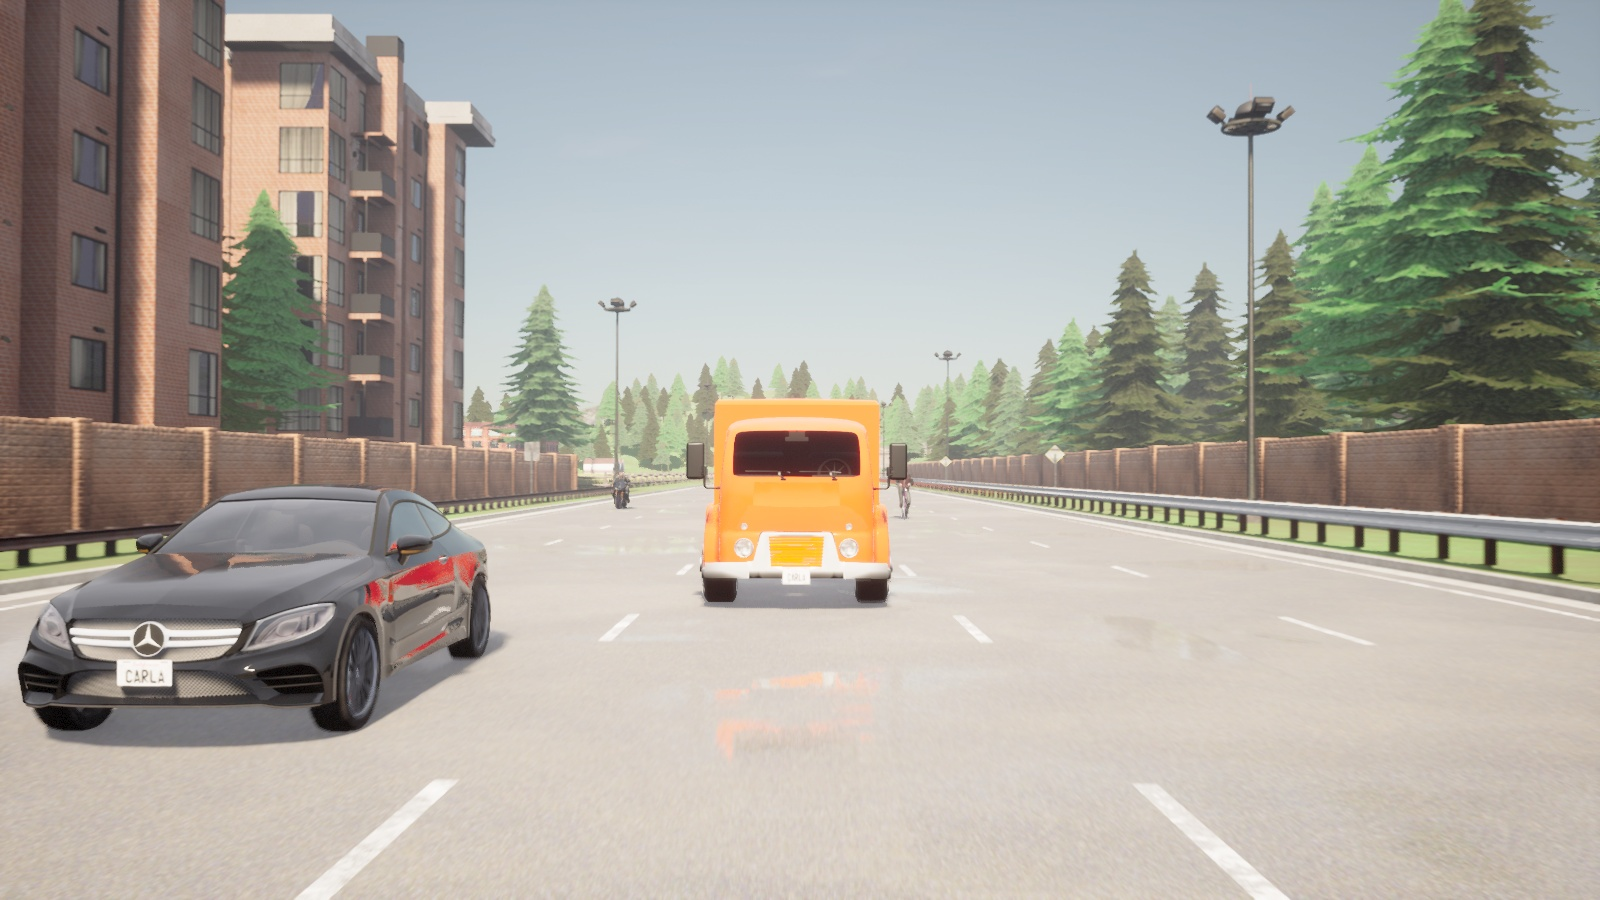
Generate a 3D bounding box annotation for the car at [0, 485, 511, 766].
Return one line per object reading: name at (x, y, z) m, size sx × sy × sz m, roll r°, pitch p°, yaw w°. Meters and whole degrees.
car at (-3.516, 1.006, 9.062) m, size 1.812 × 1.442 × 4.674 m, roll 0°, pitch -1°, yaw 0°

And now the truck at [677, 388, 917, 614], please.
truck at (-0.042, 0.602, 16.374) m, size 2.627 × 2.467 × 5.204 m, roll 0°, pitch -1°, yaw 0°

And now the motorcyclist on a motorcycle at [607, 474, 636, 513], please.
motorcyclist on a motorcycle at (-7.122, 1.718, 50.218) m, size 0.866 × 1.530 × 2.191 m, roll 0°, pitch -1°, yaw 0°
